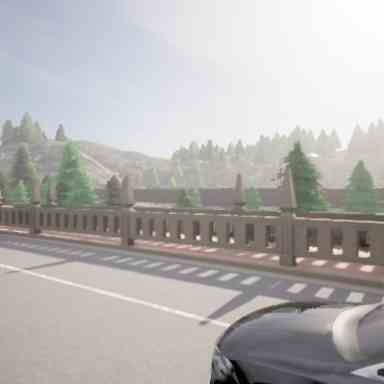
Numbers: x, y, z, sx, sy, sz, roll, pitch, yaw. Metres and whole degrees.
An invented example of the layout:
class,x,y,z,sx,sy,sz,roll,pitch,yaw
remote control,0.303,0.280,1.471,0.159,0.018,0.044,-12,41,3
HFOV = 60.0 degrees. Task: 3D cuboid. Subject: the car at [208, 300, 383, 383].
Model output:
class,x,y,z,sx,sy,sz,roll,pitch,yaw
car,2.385,1.492,2.290,4.902,1.511,2.128,0,0,36
